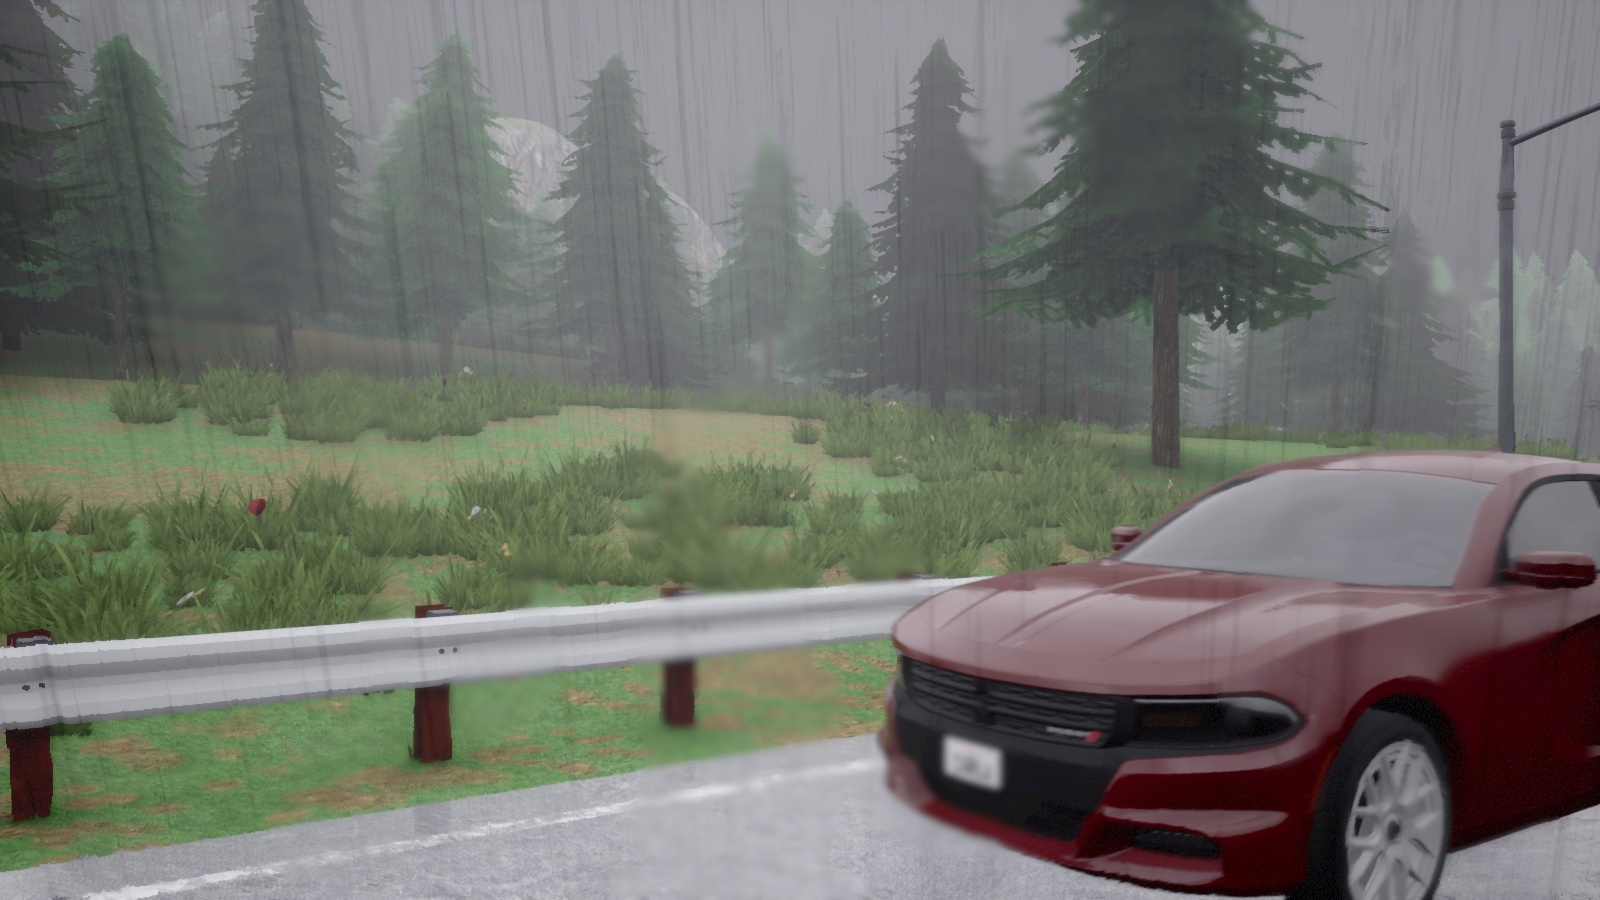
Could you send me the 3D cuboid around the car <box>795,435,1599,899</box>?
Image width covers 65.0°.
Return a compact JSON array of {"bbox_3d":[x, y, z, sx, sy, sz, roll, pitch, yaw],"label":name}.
[{"bbox_3d":[2.574,0.730,5.451,5.008,1.535,1.882,0,0,-35],"label":"car"}]
